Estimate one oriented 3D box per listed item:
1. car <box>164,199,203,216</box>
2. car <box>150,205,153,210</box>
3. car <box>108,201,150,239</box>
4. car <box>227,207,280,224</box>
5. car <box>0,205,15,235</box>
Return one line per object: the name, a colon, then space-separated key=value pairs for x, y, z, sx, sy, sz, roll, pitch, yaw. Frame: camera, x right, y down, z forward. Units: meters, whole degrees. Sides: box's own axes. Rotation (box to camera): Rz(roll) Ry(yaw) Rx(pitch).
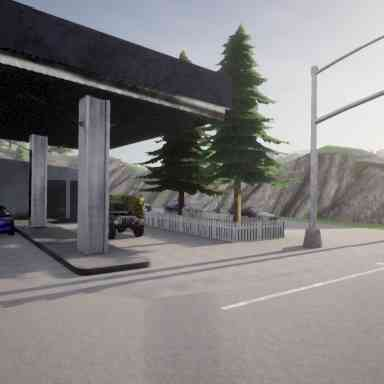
car: x=-0.856 y=1.541 z=32.721 sx=2.097 sy=1.767 sz=4.553 roll=1 pitch=0 yaw=-35
car: x=-6.889 y=1.666 z=41.467 sx=2.033 sy=1.411 sz=5.357 roll=1 pitch=0 yaw=-34
car: x=-4.248 y=1.448 z=18.395 sx=1.905 sy=1.878 sz=3.866 roll=1 pitch=0 yaw=-35
car: x=4.548 y=1.815 z=24.883 sx=1.994 sy=1.385 sz=4.181 roll=1 pitch=0 yaw=-35
car: x=-11.376 y=1.525 z=18.673 sx=2.242 sy=1.667 sz=4.611 roll=1 pitch=0 yaw=-35
